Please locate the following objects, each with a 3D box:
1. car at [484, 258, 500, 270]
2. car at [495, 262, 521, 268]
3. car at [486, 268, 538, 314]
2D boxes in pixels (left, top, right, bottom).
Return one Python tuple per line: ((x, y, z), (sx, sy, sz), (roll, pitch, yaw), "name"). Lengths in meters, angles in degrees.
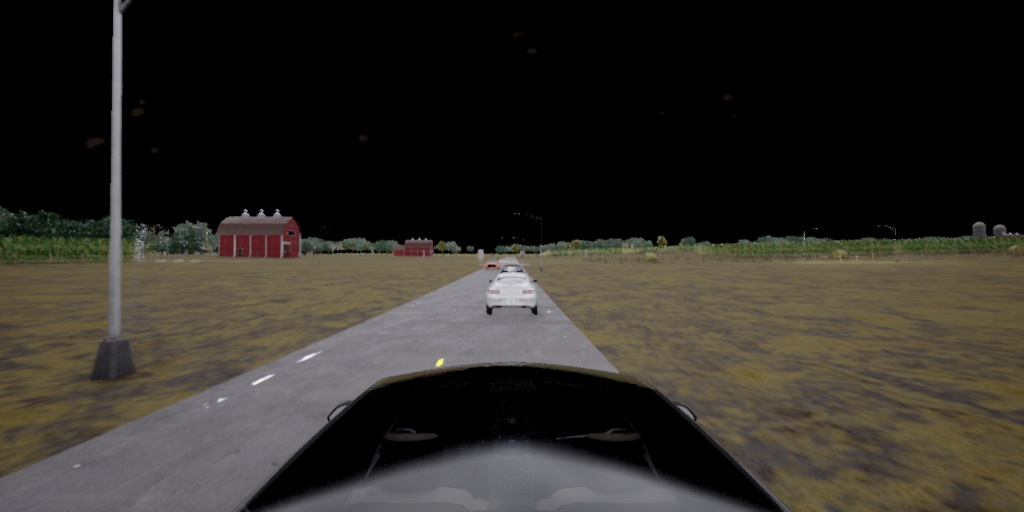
((-2.827, 1.099, 52.310), (2.097, 1.767, 4.553), (0, 0, 0), "car")
((0.027, 1.364, 26.953), (2.033, 1.411, 5.357), (0, 0, 1), "car")
((0.042, 1.354, 14.103), (1.812, 1.442, 4.674), (0, -1, 2), "car")
